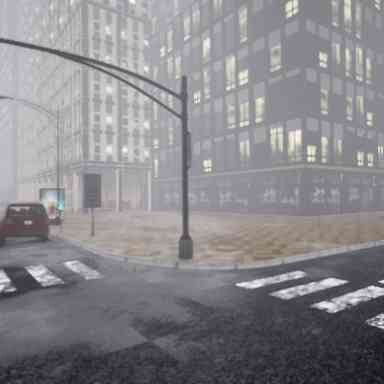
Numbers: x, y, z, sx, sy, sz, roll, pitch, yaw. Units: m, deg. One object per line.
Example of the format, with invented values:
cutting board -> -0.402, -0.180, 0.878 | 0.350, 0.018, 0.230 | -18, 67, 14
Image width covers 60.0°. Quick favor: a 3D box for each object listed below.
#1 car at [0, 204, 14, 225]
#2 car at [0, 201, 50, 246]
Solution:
car -> -14.603, 1.602, 24.541 | 1.947, 1.339, 4.313 | 1, -1, -36
car -> -8.096, 1.340, 15.554 | 2.192, 1.841, 5.009 | 1, -1, -36
